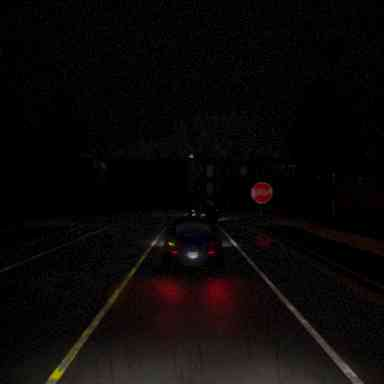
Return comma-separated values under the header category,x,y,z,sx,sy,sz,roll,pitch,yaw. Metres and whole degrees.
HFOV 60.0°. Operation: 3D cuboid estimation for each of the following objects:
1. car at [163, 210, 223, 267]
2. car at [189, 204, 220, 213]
category,x,y,z,sx,sy,sz,roll,pitch,yaw
car,0.043,1.588,11.520,1.812,1.442,4.674,0,0,0
car,0.877,1.682,26.230,2.033,1.411,5.357,0,0,16
